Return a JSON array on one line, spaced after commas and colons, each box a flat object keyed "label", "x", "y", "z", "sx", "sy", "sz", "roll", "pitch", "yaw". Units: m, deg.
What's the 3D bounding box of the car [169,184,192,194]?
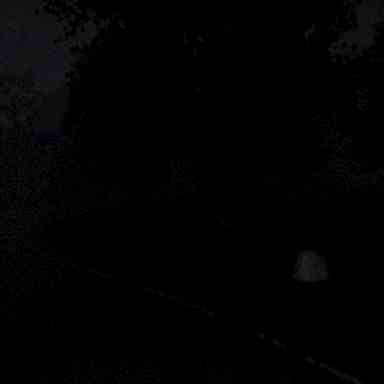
[{"label": "car", "x": -1.822, "y": -0.632, "z": 53.702, "sx": 1.882, "sy": 1.535, "sz": 5.008, "roll": 0, "pitch": 5, "yaw": 31}]
